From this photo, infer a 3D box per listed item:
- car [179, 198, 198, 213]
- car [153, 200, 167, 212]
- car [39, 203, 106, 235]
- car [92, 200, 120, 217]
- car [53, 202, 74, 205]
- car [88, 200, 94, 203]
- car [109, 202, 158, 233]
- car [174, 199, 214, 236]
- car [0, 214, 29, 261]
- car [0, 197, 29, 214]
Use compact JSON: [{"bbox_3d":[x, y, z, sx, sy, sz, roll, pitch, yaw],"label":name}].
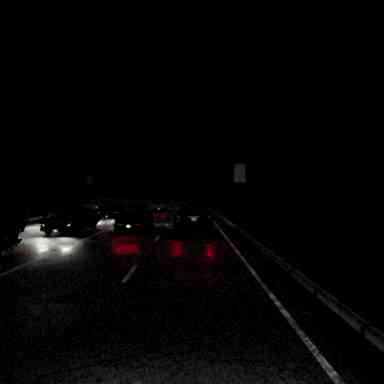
[{"bbox_3d":[-0.483,1.577,40.167,2.128,1.511,4.902,0,0,-3],"label":"car"},{"bbox_3d":[-4.019,1.684,40.907,1.895,1.301,4.718,0,0,-3],"label":"car"},{"bbox_3d":[-7.045,1.629,19.861,2.033,1.411,5.357,0,0,1],"label":"car"},{"bbox_3d":[-7.155,1.642,30.288,2.033,1.411,5.357,0,0,-1],"label":"car"},{"bbox_3d":[-10.591,1.585,27.317,2.128,1.511,4.902,0,0,-1],"label":"car"},{"bbox_3d":[-10.906,1.613,37.540,1.812,1.442,4.674,0,0,-2],"label":"car"},{"bbox_3d":[-3.427,1.588,20.257,1.837,1.490,4.892,0,0,0],"label":"car"},{"bbox_3d":[0.079,1.432,19.128,2.097,1.767,4.553,0,0,0],"label":"car"},{"bbox_3d":[-7.093,1.594,9.792,2.033,1.411,5.357,0,0,0],"label":"car"},{"bbox_3d":[-10.560,1.296,17.096,2.150,2.045,5.566,0,0,0],"label":"car"}]
